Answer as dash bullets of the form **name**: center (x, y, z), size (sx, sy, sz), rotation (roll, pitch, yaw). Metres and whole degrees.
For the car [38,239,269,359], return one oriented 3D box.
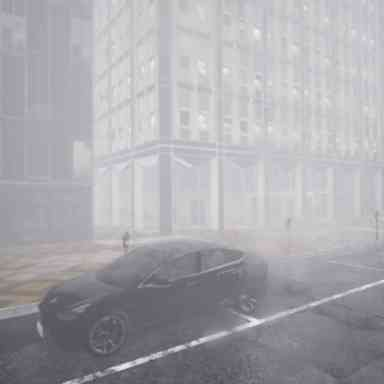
- **car**: center (-0.448, 1.627, 6.148), size (4.313, 1.339, 1.947), rotation (-1, 0, -34)
